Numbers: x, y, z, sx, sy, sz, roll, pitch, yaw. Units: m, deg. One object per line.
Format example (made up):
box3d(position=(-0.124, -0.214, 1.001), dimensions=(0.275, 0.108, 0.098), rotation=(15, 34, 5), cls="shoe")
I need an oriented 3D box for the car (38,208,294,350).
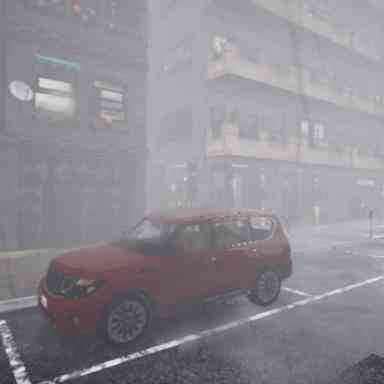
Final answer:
box3d(position=(-0.154, 1.296, 6.426), dimensions=(5.009, 1.841, 2.192), rotation=(0, 1, -35), cls="car")
